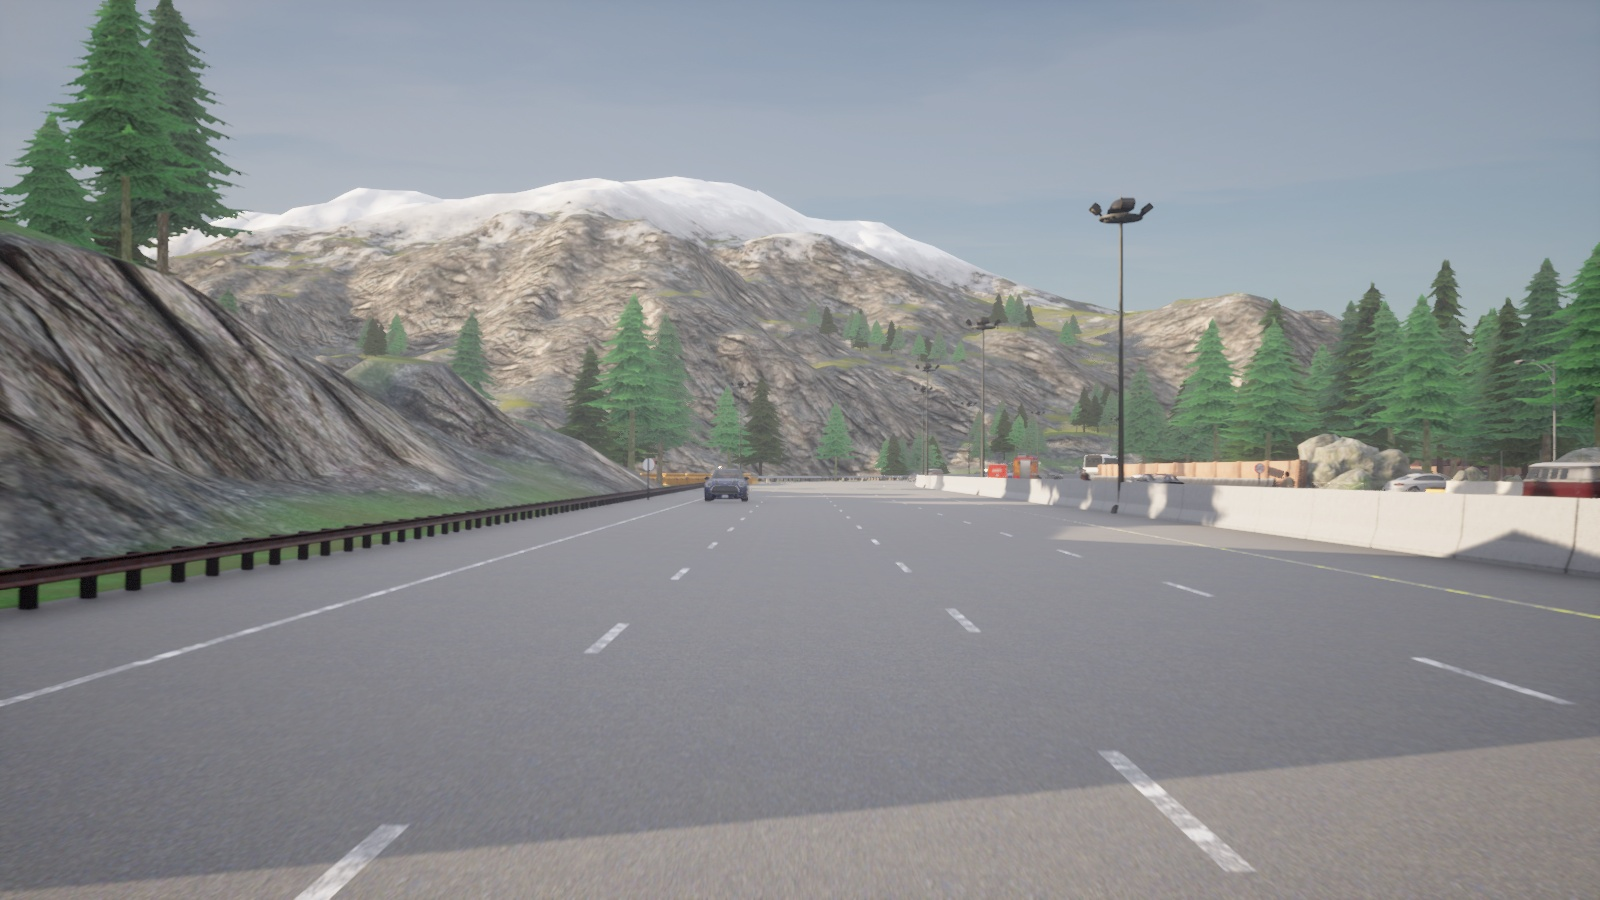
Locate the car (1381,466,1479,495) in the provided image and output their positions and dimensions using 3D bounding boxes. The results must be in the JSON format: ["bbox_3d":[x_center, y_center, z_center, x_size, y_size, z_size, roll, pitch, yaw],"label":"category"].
[{"bbox_3d":[36.126,1.752,72.094,4.674,1.442,1.812,-2,-1,-3],"label":"car"}]

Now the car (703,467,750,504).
[{"bbox_3d":[-3.653,1.744,63.173,2.097,1.767,4.553,0,-1,0],"label":"car"}]

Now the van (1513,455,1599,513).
[{"bbox_3d":[27.889,1.215,45.338,1.775,1.987,4.442,0,-1,0],"label":"van"}]

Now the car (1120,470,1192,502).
[{"bbox_3d":[17.351,1.731,61.489,2.128,1.511,4.902,0,-1,0],"label":"car"}]
